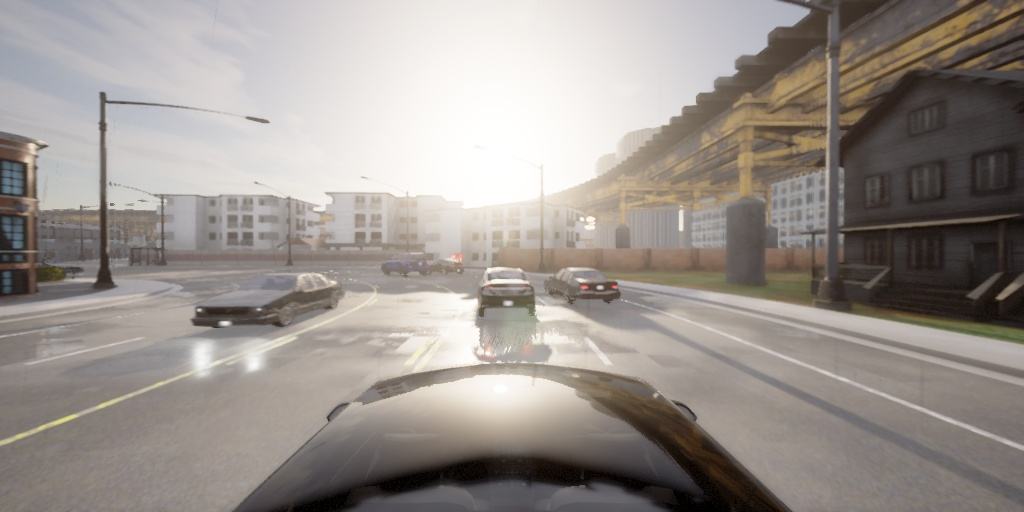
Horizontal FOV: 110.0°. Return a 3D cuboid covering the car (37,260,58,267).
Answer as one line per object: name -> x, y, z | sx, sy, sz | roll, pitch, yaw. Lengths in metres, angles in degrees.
car -> -43.912, 1.032, 31.577 | 4.902, 1.511, 2.128 | 0, 0, 2

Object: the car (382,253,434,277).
car -> -9.688, 0.757, 32.406 | 2.150, 2.045, 5.566 | 0, 0, -45

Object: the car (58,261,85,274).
car -> -45.392, 1.061, 35.128 | 5.357, 1.411, 2.033 | 0, 0, 2

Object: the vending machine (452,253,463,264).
vending machine -> -6.393, 0.664, 41.973 | 0.880, 2.100, 1.100 | 0, 0, 39

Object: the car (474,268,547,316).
car -> -0.319, 1.163, 12.946 | 2.128, 1.511, 4.902 | 0, 0, -5

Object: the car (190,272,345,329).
car -> -7.108, 1.230, 11.325 | 2.033, 1.411, 5.357 | 0, 0, -4

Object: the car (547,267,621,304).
car -> 2.859, 1.200, 15.742 | 2.033, 1.411, 5.357 | 0, 0, -9

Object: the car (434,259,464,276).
car -> -6.407, 1.030, 33.890 | 1.837, 1.490, 4.892 | 1, 0, -42
